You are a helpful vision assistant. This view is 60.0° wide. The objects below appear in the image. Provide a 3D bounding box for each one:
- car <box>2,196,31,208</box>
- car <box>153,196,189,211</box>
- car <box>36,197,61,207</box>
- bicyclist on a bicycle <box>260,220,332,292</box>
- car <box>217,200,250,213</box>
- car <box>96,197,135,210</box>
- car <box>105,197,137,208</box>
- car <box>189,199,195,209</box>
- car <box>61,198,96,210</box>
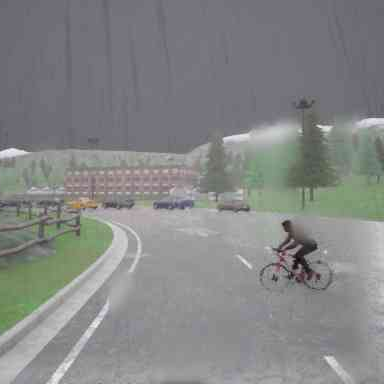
[{"bbox_3d":[-25.603,1.352,48.256,4.553,1.767,2.097,0,0,20],"label":"car"},{"bbox_3d":[-2.964,1.352,41.825,2.097,1.767,4.553,0,0,-42],"label":"car"},{"bbox_3d":[-21.360,1.526,50.283,4.674,1.442,1.812,0,0,24],"label":"car"},{"bbox_3d":[2.332,1.455,7.493,1.656,1.620,0.582,-2,0,-1],"label":"bicyclist on a bicycle"},{"bbox_3d":[4.676,1.564,37.926,1.994,1.385,4.181,0,0,-33],"label":"car"},{"bbox_3d":[-9.786,1.492,43.222,4.902,1.511,2.128,0,0,40],"label":"car"},{"bbox_3d":[-10.364,1.505,48.273,4.892,1.490,1.837,0,0,37],"label":"car"},{"bbox_3d":[-1.782,1.478,45.638,1.882,1.535,5.008,0,0,-43],"label":"car"},{"bbox_3d":[-13.982,1.478,42.126,5.008,1.535,1.882,0,0,36],"label":"car"}]
